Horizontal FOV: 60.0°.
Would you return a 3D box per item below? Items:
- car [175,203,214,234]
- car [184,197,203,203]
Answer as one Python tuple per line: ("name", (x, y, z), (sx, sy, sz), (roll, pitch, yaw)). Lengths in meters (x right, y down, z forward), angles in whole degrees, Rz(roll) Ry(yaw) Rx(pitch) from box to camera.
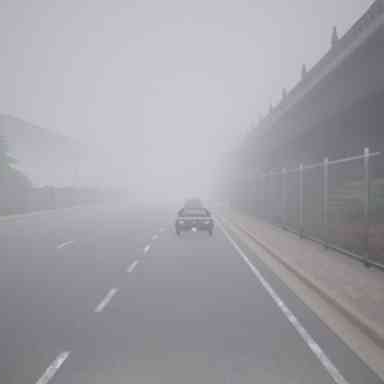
("car", (0.114, 1.492, 18.224), (1.895, 1.301, 4.718), (0, 0, 0))
("car", (0.129, 1.279, 35.753), (2.128, 1.511, 4.902), (0, 0, 0))
